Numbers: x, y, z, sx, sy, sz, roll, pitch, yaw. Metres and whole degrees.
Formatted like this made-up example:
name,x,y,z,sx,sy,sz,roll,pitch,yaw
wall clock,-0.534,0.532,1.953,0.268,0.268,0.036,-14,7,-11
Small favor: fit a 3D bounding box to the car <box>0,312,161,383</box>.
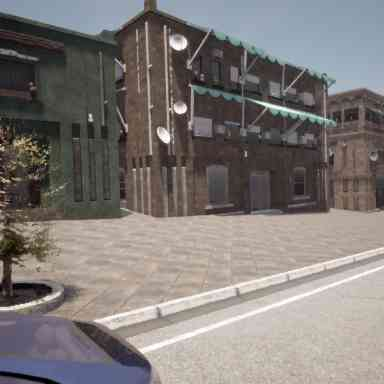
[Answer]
name,x,y,z,sx,sy,sz,roll,pitch,yaw
car,-2.168,1.563,1.847,4.181,1.385,1.994,0,0,-38
